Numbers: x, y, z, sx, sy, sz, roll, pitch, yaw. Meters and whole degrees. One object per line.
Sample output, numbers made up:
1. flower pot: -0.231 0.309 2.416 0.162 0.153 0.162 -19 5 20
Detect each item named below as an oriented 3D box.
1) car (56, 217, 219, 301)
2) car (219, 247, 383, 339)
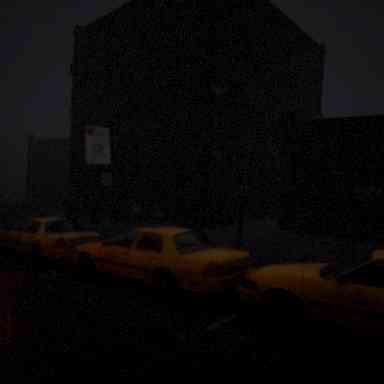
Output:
1. car: -1.082 1.536 8.579 5.366 1.575 1.946 0 -1 38
2. car: 3.250 1.531 5.150 5.366 1.575 1.946 0 -1 38
